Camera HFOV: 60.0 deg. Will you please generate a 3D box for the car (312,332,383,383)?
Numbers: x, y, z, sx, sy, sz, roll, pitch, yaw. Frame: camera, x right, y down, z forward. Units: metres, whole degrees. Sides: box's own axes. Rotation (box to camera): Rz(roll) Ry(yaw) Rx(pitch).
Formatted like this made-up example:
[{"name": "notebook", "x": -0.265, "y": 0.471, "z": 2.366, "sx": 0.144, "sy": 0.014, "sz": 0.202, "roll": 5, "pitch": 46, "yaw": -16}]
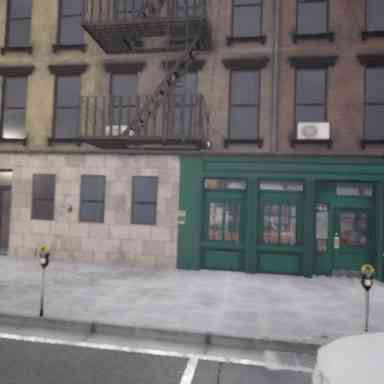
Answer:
[{"name": "car", "x": 3.498, "y": 1.782, "z": 2.821, "sx": 4.674, "sy": 1.442, "sz": 1.812, "roll": 2, "pitch": -2, "yaw": 9}]
